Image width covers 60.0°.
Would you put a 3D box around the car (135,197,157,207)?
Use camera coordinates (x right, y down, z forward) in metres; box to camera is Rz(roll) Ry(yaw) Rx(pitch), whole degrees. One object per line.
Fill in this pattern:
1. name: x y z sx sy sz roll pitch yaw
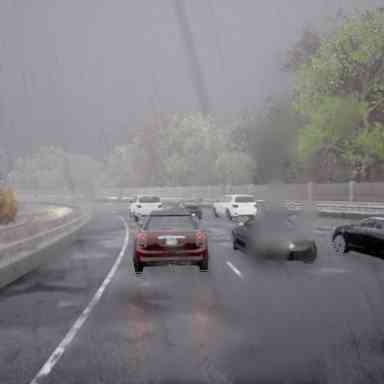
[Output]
1. car: -7.573 1.549 54.420 1.837 1.490 4.892 0 0 -30

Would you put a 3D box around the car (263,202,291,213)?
1. car: 5.893 1.534 28.094 2.033 1.411 5.357 0 0 -31

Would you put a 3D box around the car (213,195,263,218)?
1. car: 3.389 1.222 27.280 2.150 2.045 5.566 0 0 -14

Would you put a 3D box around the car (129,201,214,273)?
1. car: -0.746 1.361 11.010 2.097 1.767 4.553 0 0 -5

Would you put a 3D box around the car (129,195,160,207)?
1. car: -3.846 1.250 27.341 2.150 2.045 5.566 0 0 -16

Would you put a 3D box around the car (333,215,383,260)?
1. car: 6.324 1.473 10.536 2.128 1.511 4.902 0 0 -5

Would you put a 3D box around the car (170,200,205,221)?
1. car: -0.526 1.521 28.310 1.837 1.490 4.892 0 0 -15

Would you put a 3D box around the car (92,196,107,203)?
1. car: -20.295 1.640 72.833 2.128 1.511 4.902 0 0 -41

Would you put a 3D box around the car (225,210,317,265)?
1. car: 2.678 1.560 11.777 1.994 1.385 4.181 0 0 -6
